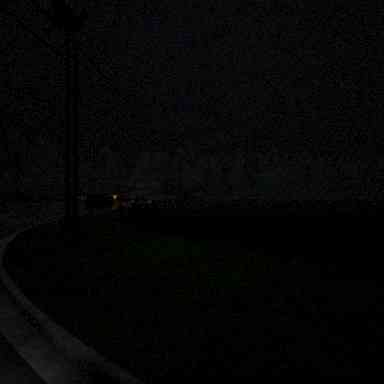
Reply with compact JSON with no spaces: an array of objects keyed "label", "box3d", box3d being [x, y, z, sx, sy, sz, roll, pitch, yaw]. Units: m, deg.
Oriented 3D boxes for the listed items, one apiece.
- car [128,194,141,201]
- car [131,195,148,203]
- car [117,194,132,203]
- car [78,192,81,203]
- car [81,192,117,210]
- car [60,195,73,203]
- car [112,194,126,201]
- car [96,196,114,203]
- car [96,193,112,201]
[{"label":"car","box3d":[-13.071,1.256,75.662,1.994,1.385,4.181,0,0,4]},{"label":"car","box3d":[-10.145,1.454,66.350,1.994,1.385,4.181,0,0,4]},{"label":"car","box3d":[-13.700,1.236,65.743,2.097,1.767,4.553,0,0,4]},{"label":"car","box3d":[-20.714,1.092,65.736,2.150,2.045,5.566,0,0,4]},{"label":"car","box3d":[-11.601,1.142,41.959,2.150,2.045,5.566,0,0,4]},{"label":"car","box3d":[-24.210,1.395,65.928,2.033,1.411,5.357,0,0,4]},{"label":"car","box3d":[-16.564,1.174,75.884,1.882,1.535,5.008,0,0,4]},{"label":"car","box3d":[-17.196,1.478,65.931,1.895,1.301,4.718,0,0,4]},{"label":"car","box3d":[-20.058,1.045,76.075,2.097,1.767,4.553,0,0,4]}]
